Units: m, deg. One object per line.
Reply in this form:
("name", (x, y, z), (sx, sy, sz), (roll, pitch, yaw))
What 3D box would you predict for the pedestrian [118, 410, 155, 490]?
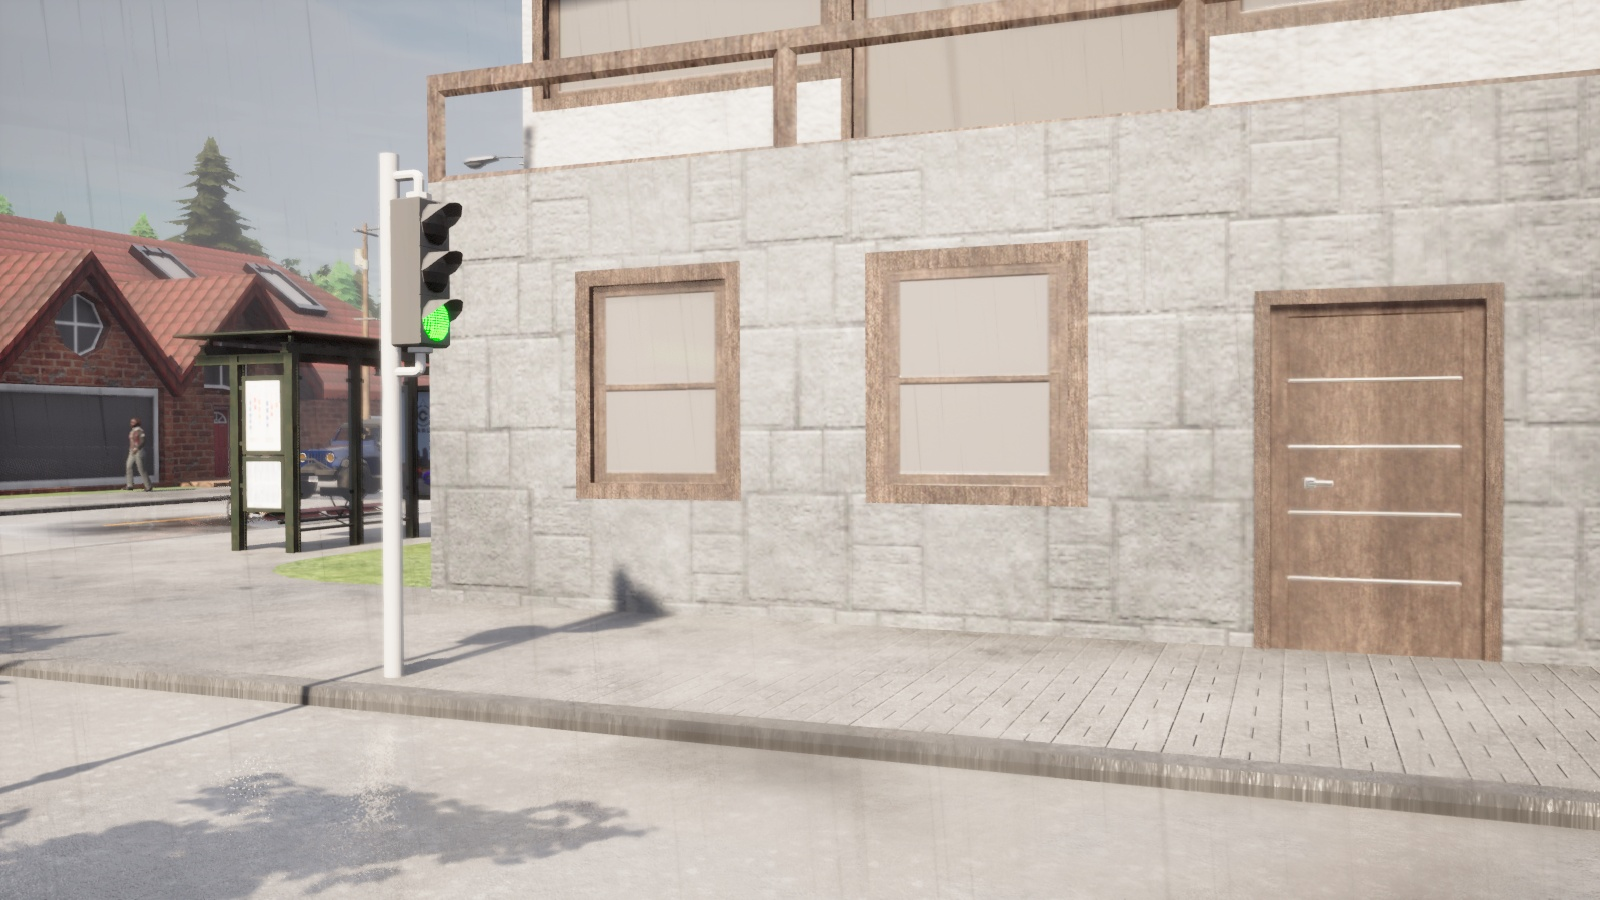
("pedestrian", (-16.224, -0.016, 30.710), (0.402, 1.930, 0.666), (1, 1, 28))
